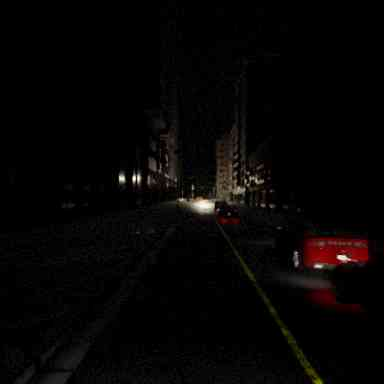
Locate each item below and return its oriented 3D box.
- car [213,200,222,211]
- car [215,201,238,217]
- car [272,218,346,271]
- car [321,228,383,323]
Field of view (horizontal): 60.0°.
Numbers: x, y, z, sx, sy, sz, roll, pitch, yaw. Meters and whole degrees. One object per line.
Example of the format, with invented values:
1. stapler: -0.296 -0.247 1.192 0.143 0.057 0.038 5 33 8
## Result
1. car: 4.021 1.913 46.229 1.882 1.535 5.008 1 0 2
2. car: 3.815 1.949 35.647 1.895 1.301 4.718 1 0 2
3. car: 4.106 1.636 11.485 1.882 1.535 5.008 1 0 1
4. car: 3.966 1.635 5.487 1.812 1.442 4.674 1 0 1
